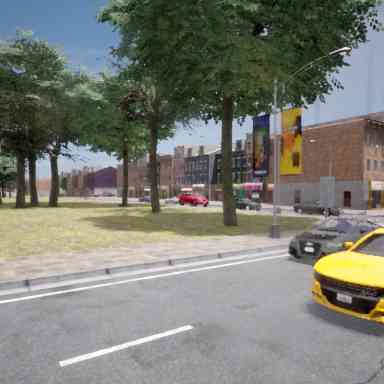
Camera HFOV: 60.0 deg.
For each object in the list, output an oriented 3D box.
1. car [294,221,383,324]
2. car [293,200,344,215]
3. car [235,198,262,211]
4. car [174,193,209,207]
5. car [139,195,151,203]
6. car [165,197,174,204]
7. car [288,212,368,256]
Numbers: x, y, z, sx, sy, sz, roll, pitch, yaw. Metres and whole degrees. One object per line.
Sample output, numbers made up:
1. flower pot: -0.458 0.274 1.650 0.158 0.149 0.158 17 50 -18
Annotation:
1. car: 4.544 1.497 6.932 5.008 1.535 1.882 1 0 -36
2. car: 12.193 1.588 32.268 1.837 1.490 4.892 1 0 -35
3. car: 6.363 1.496 40.456 1.837 1.490 4.892 1 0 -35
4. car: 0.158 1.136 49.187 2.150 2.045 5.566 1 0 -35
5. car: -8.779 1.401 66.612 2.033 1.411 5.357 1 0 -35
6. car: -2.907 1.488 58.461 1.895 1.301 4.718 1 0 -35
7. car: 5.238 1.603 11.420 4.181 1.385 1.994 1 0 -36
